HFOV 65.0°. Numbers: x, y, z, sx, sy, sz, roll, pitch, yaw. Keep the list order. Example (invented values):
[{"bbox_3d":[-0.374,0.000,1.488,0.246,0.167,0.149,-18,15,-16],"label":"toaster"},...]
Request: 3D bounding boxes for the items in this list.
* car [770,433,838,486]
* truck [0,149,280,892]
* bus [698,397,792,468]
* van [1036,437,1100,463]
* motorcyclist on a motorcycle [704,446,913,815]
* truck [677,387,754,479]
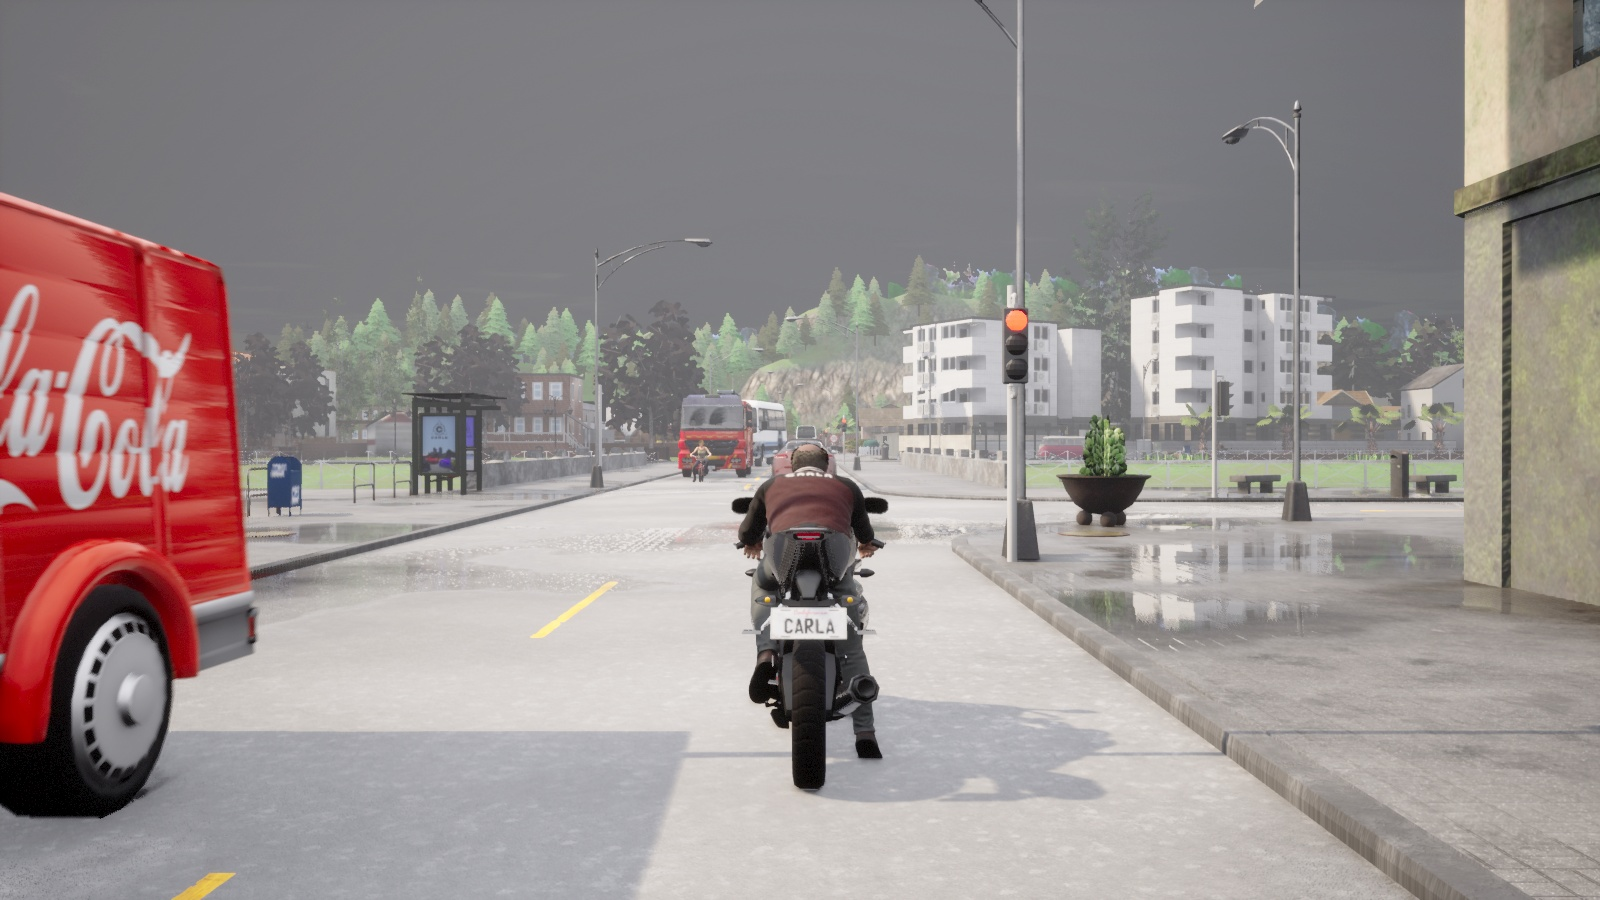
[{"bbox_3d":[0.160,0.287,42.240,2.152,1.651,5.027,0,0,1],"label":"car"},{"bbox_3d":[-3.969,0.235,3.783,2.627,2.467,5.204,0,0,0],"label":"truck"},{"bbox_3d":[-3.390,-1.093,81.481,3.944,4.253,10.273,-1,0,10],"label":"bus"},{"bbox_3d":[20.241,-0.021,95.067,4.442,1.987,1.775,0,0,0],"label":"van"},{"bbox_3d":[0.047,0.746,6.323,0.866,1.530,2.191,0,0,1],"label":"motorcyclist on a motorcycle"},{"bbox_3d":[-3.704,-0.742,56.921,2.891,3.827,8.468,0,0,0],"label":"truck"}]
